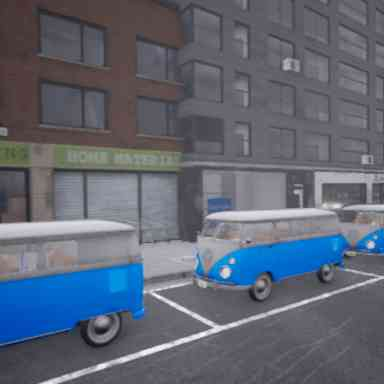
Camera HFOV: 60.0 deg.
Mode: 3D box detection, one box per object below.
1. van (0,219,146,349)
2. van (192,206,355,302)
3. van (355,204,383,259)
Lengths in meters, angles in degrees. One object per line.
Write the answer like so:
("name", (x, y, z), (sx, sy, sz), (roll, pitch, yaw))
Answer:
("van", (-2.632, 1.339, 4.669), (3.998, 1.788, 1.690), (0, -1, -35))
("van", (1.916, 1.321, 7.913), (3.998, 1.788, 1.690), (0, -1, -35))
("van", (6.463, 1.301, 11.156), (3.998, 1.788, 1.690), (0, -1, -35))
